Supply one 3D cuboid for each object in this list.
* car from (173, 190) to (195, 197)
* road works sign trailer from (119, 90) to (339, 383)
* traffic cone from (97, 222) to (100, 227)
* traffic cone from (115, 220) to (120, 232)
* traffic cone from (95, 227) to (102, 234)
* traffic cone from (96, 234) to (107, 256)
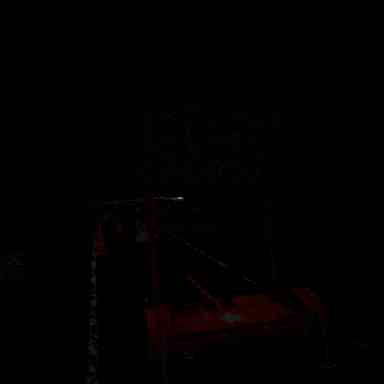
[{"bbox_3d":[-1.487,0.175,62.290,1.837,1.490,4.892,-1,2,39],"label":"car"},{"bbox_3d":[0.267,0.362,5.033,2.380,3.560,2.880,-2,1,-17],"label":"road works sign trailer"},{"bbox_3d":[-4.234,1.802,15.189,0.340,0.580,0.340,-2,1,-16],"label":"traffic cone"},{"bbox_3d":[-3.841,1.755,17.389,0.340,0.580,0.340,-2,1,-16],"label":"traffic cone"},{"bbox_3d":[-3.668,1.819,13.270,0.340,0.580,0.340,-2,1,-16],"label":"traffic cone"},{"bbox_3d":[-3.103,1.836,11.352,0.340,0.580,0.340,-2,1,-16],"label":"traffic cone"}]
